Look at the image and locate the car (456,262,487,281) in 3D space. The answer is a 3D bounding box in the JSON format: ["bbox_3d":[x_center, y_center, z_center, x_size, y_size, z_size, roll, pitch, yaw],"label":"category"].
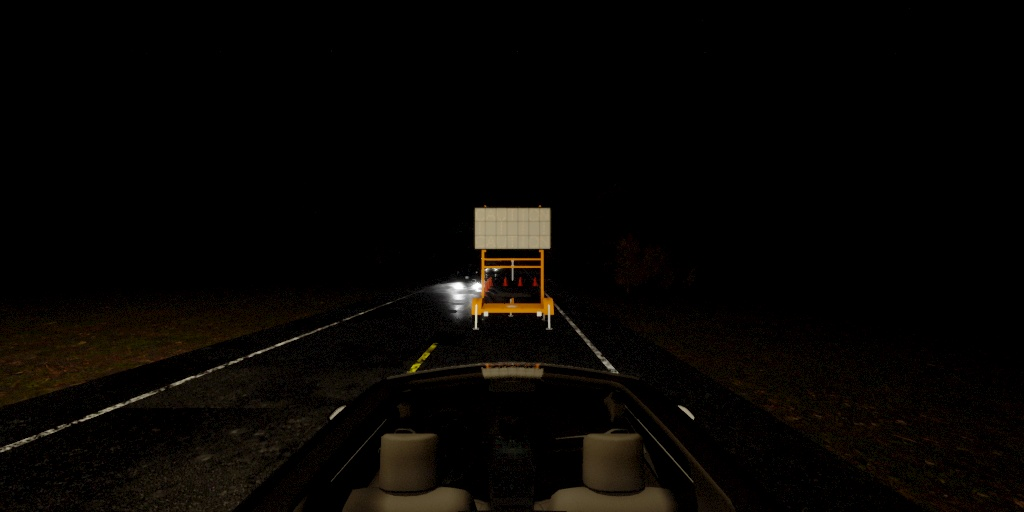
[{"bbox_3d":[-3.441,1.359,29.728,1.895,1.301,4.718,0,0,0],"label":"car"}]

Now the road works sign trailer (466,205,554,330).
[{"bbox_3d":[0.020,0.215,11.158,2.380,3.560,2.880,0,0,0],"label":"road works sign trailer"}]

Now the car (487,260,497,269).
[{"bbox_3d":[-3.379,1.311,58.785,1.812,1.442,4.674,0,0,0],"label":"car"}]
